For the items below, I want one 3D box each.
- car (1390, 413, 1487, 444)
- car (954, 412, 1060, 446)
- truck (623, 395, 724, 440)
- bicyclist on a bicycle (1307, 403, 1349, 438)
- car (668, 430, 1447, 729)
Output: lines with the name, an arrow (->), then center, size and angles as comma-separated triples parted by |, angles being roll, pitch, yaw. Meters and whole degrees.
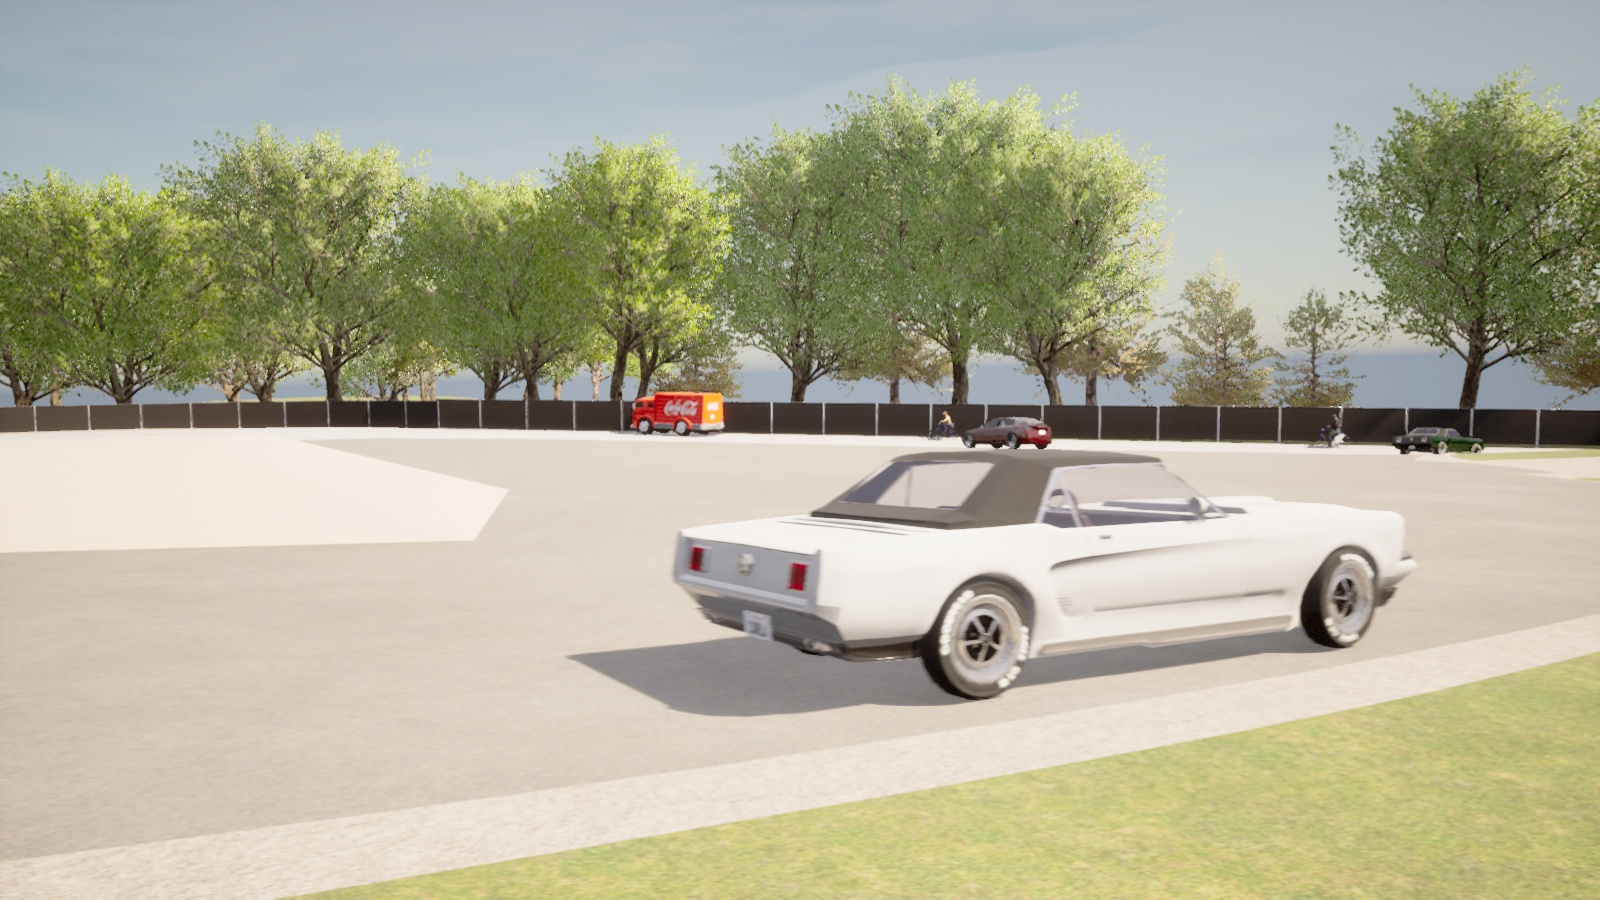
car -> 29.252, -0.955, 57.493 | 4.718, 1.301, 1.895 | 1, 0, -33
car -> 9.515, -0.960, 58.101 | 2.163, 1.488, 4.792 | -1, 1, -33
truck -> -7.365, -1.912, 73.153 | 5.204, 2.467, 2.627 | 1, 4, 27
bicyclist on a bicycle -> 26.937, -1.502, 64.087 | 1.843, 1.776, 0.659 | 0, 4, 10
car -> 1.742, 0.610, 7.958 | 4.718, 1.301, 1.895 | -2, 0, -30
